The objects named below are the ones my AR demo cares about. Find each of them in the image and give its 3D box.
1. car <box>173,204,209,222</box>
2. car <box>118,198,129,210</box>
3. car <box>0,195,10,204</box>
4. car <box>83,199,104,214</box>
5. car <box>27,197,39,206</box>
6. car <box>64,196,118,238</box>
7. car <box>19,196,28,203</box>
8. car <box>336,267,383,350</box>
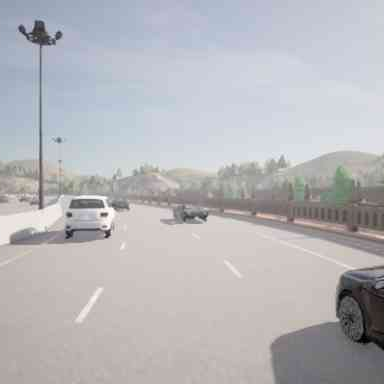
[{"bbox_3d":[-0.234,1.604,26.636,1.895,1.301,4.718,0,0,-15],"label":"car"},{"bbox_3d":[-9.076,1.513,41.606,2.128,1.511,4.902,0,0,-21],"label":"car"},{"bbox_3d":[-37.824,1.425,66.447,2.097,1.767,4.553,0,0,-22],"label":"car"},{"bbox_3d":[-10.959,1.528,36.761,1.837,1.490,4.892,0,0,-20],"label":"car"},{"bbox_3d":[-26.435,1.578,56.636,1.812,1.442,4.674,0,0,-21],"label":"car"},{"bbox_3d":[-5.389,1.233,18.022,2.150,2.045,5.566,0,0,-11],"label":"car"},{"bbox_3d":[-36.574,1.580,72.778,1.994,1.385,4.181,0,0,-22],"label":"car"},{"bbox_3d":[3.329,1.486,3.542,2.128,1.511,4.902,0,0,-2],"label":"car"}]
